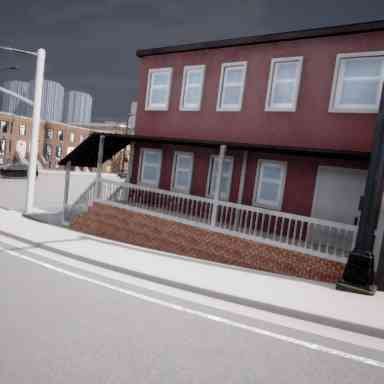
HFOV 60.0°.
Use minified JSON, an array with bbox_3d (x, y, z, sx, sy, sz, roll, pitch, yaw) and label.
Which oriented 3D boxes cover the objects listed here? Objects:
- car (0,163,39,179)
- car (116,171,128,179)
[{"bbox_3d":[-17.273,-2.048,31.853,1.837,1.490,4.892,10,7,35],"label":"car"},{"bbox_3d":[-8.727,-2.510,49.618,2.033,1.411,5.357,10,6,36],"label":"car"}]
